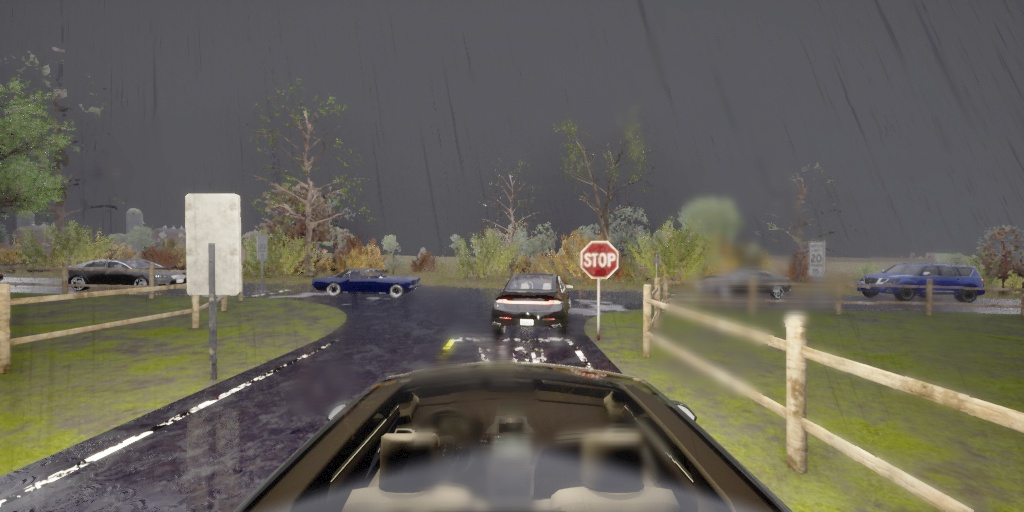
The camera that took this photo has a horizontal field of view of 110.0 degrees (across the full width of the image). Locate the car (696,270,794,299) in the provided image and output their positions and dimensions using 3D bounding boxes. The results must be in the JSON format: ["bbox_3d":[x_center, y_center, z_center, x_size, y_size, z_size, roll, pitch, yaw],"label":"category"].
[{"bbox_3d":[13.014,1.526,20.209,4.902,1.511,2.128,1,1,0],"label":"car"}]

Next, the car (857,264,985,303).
[{"bbox_3d":[22.910,1.467,20.192,5.566,2.045,2.150,1,1,0],"label":"car"}]

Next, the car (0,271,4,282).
[{"bbox_3d":[-27.785,0.718,17.330,4.674,1.442,1.812,1,1,0],"label":"car"}]

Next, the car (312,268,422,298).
[{"bbox_3d":[-6.813,1.249,17.293,4.718,1.301,1.895,1,1,0],"label":"car"}]

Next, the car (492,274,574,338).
[{"bbox_3d":[0.711,1.240,10.257,2.128,1.511,4.902,0,0,9],"label":"car"}]

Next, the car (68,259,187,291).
[{"bbox_3d":[-18.481,0.886,17.317,4.902,1.511,2.128,1,1,0],"label":"car"}]
